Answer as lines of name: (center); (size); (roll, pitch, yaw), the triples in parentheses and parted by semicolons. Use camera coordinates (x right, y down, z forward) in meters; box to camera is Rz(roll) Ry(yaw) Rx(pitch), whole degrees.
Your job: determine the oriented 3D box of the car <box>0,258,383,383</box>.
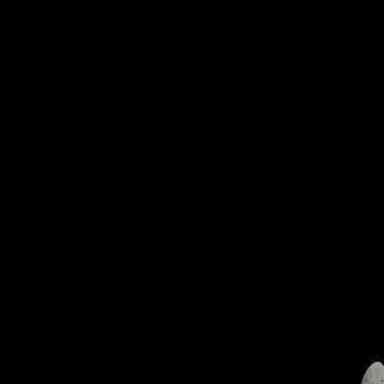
car: (0.012, 1.479, 3.082); (5.008, 1.535, 1.882); (0, 0, -36)
